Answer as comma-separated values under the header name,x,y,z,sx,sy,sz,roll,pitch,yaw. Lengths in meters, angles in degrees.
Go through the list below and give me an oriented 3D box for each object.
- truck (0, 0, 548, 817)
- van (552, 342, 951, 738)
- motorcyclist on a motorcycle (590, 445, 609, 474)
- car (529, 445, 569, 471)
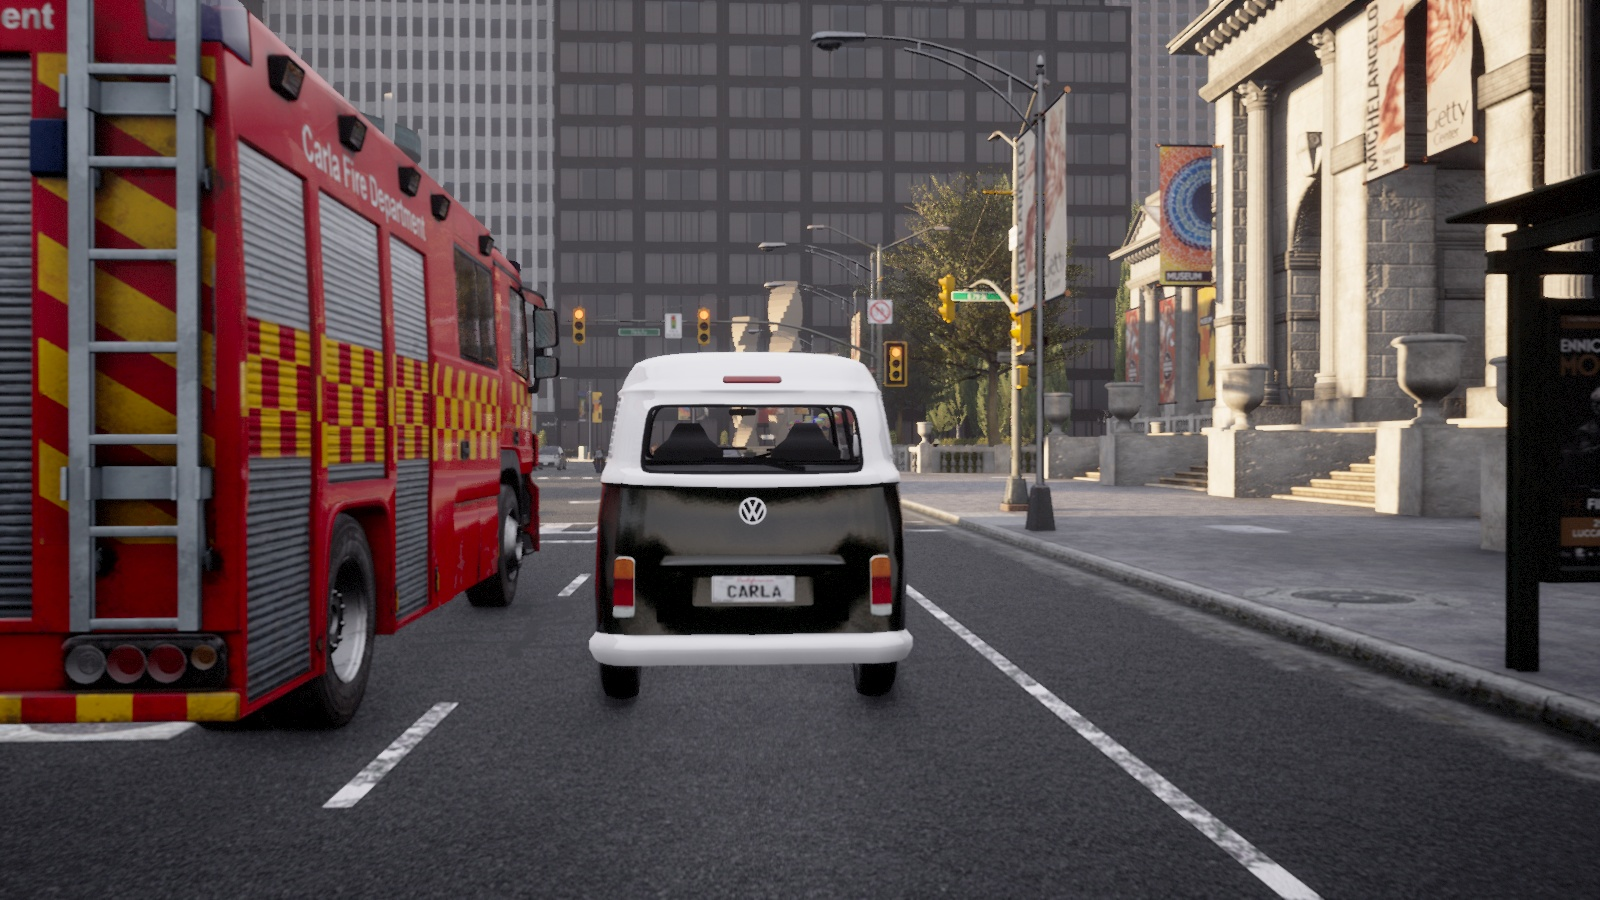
name,x,y,z,sx,sy,sz,roll,pitch,yaw
truck,-3.911,-0.455,9.232,2.891,3.827,8.468,0,0,-3
van,-0.378,0.441,8.749,2.069,2.038,4.480,0,1,-3
motorcyclist on a motorcycle,-11.029,0.516,69.115,0.866,1.530,2.191,0,0,-3
car,-14.906,0.472,74.731,1.845,1.501,3.633,0,0,-4
